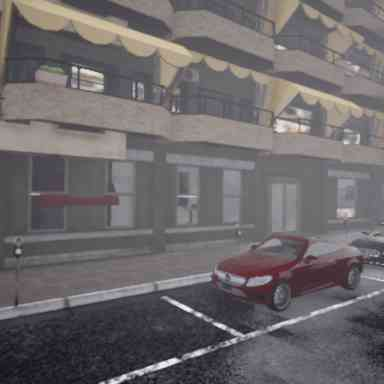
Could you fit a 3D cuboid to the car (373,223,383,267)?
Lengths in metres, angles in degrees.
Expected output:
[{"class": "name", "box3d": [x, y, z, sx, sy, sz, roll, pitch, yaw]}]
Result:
[{"class": "car", "box3d": [6.907, 1.677, 11.009, 4.403, 1.369, 2.008, 1, 0, -35]}]

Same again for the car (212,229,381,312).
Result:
[{"class": "car", "box3d": [2.398, 1.649, 7.797, 4.206, 1.307, 1.802, 1, 0, -35]}]
